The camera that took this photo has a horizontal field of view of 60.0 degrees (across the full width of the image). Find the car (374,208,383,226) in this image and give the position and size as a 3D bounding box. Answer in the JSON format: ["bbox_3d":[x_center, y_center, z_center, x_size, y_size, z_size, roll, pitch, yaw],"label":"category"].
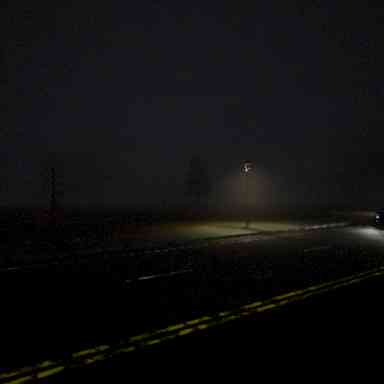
[{"bbox_3d":[14.001,1.467,22.112,5.008,1.535,1.882,0,0,-37],"label":"car"}]
